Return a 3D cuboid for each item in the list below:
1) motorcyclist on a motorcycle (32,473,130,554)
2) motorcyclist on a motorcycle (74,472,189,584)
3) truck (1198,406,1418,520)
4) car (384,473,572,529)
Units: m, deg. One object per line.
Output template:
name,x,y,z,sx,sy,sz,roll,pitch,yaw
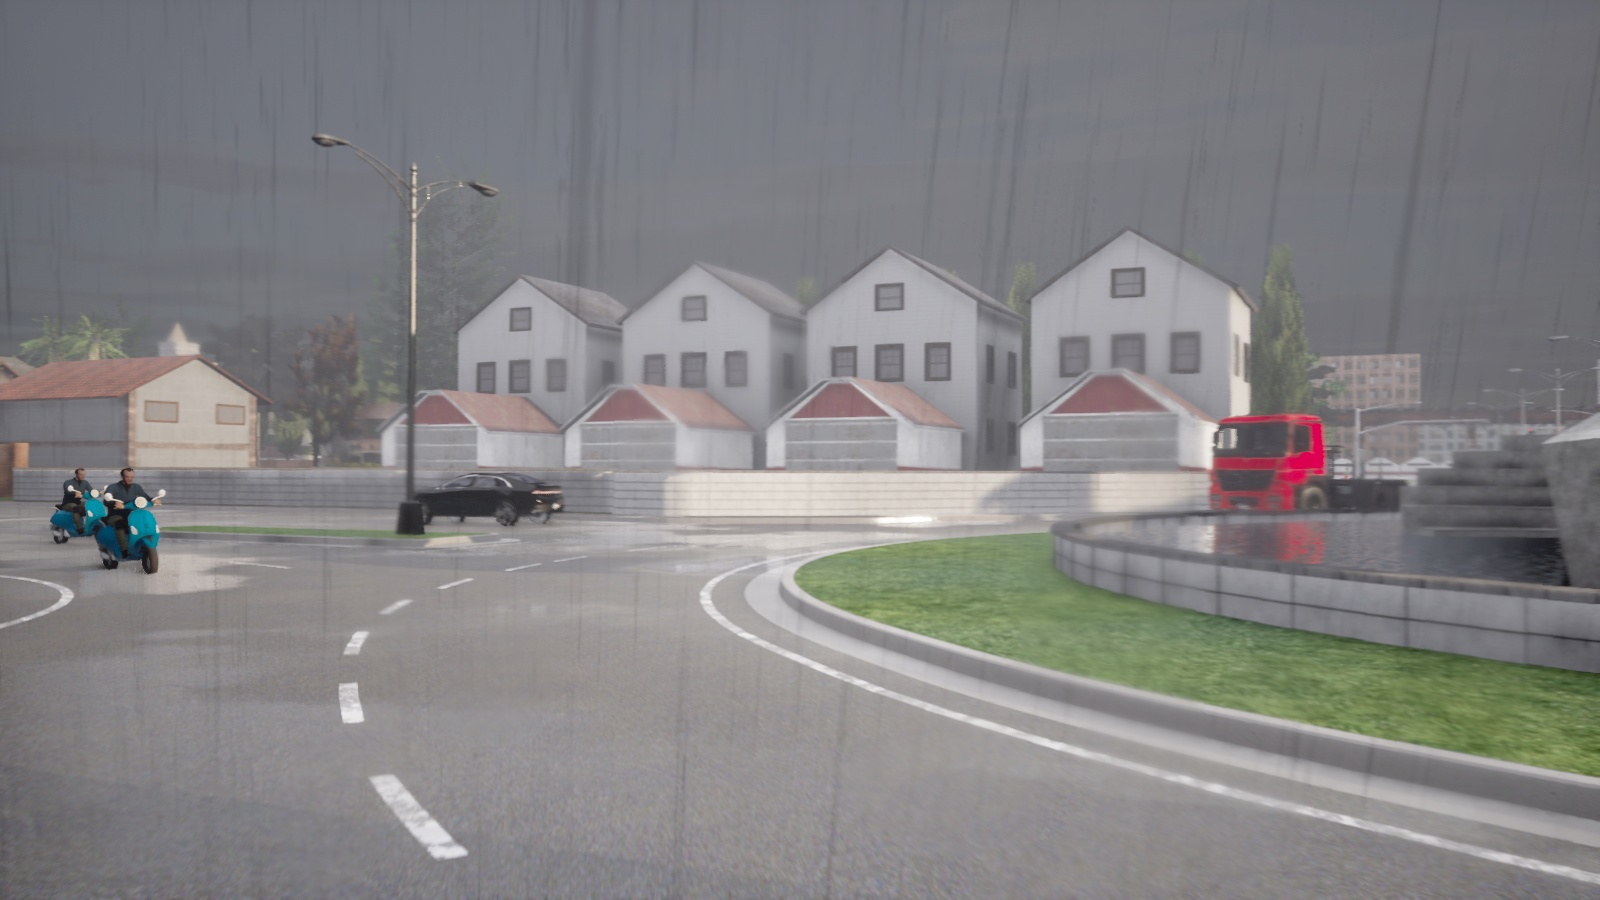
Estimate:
motorcyclist on a motorcycle,-14.758,1.282,25.777,1.817,1.590,0.866,-1,-1,26
motorcyclist on a motorcycle,-10.148,1.144,19.048,1.817,1.590,0.866,-1,0,38
truck,16.880,0.436,41.490,7.936,3.462,2.891,0,-1,-35
car,-9.246,1.427,36.064,4.902,1.511,2.128,-1,-1,21
